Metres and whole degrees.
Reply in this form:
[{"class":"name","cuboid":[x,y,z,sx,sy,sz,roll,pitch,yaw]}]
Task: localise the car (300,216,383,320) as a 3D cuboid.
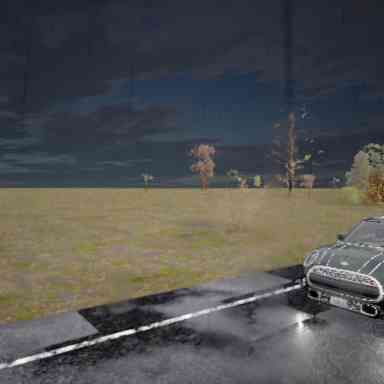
[{"class":"car","cuboid":[4.391,1.320,7.130,4.553,1.767,2.097,0,0,-36]}]
